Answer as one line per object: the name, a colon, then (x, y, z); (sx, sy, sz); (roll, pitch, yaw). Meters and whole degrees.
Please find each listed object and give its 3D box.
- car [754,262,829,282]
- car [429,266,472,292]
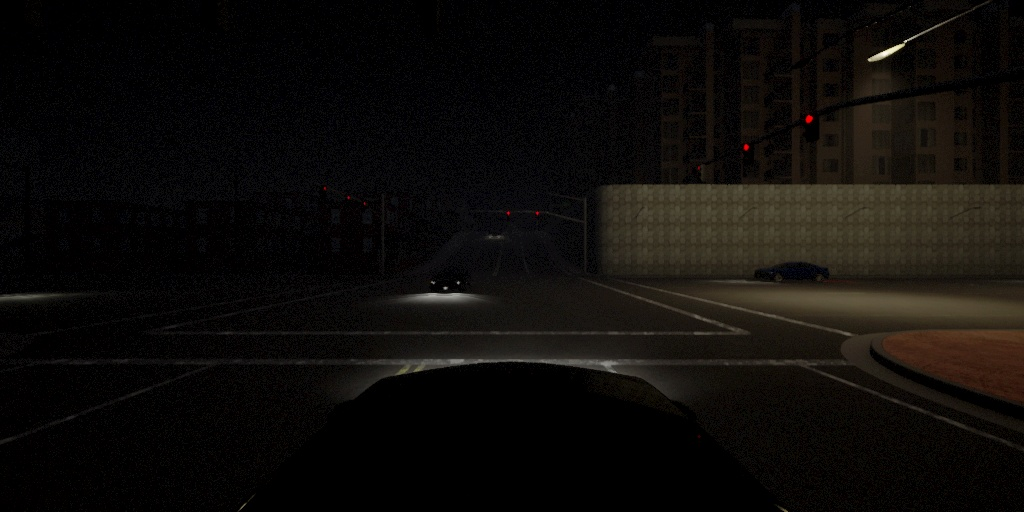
car: (21.547, 1.207, 27.740); (5.008, 1.535, 1.882); (0, 0, 0)
car: (-3.512, 1.307, 21.564); (2.033, 1.411, 5.357); (0, 0, 0)
